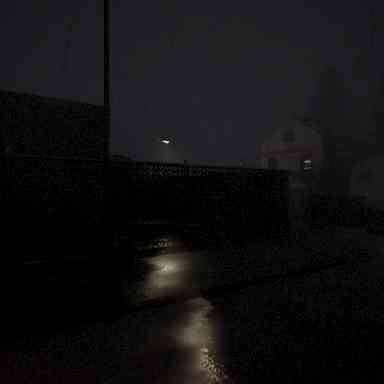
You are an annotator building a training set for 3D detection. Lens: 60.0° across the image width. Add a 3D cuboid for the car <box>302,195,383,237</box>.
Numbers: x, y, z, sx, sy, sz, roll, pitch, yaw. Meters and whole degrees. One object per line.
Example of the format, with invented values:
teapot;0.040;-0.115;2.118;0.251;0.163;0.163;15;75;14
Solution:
car;8.974;1.221;18.771;2.150;2.045;5.566;0;0;-38
